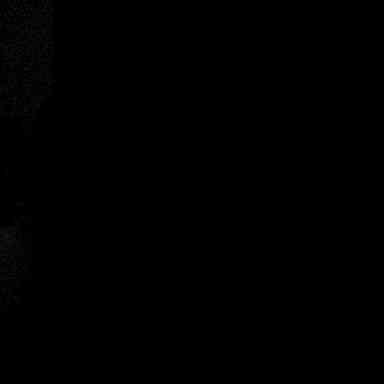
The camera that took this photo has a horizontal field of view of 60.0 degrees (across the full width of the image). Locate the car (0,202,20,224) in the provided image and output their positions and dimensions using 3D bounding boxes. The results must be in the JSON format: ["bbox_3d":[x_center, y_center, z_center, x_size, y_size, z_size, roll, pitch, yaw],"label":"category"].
[{"bbox_3d":[-14.181,1.312,21.648,2.097,1.767,4.553,-2,0,29],"label":"car"}]

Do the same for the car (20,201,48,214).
[{"bbox_3d":[-17.508,1.697,34.797,1.812,1.442,4.674,-2,-1,35],"label":"car"}]
